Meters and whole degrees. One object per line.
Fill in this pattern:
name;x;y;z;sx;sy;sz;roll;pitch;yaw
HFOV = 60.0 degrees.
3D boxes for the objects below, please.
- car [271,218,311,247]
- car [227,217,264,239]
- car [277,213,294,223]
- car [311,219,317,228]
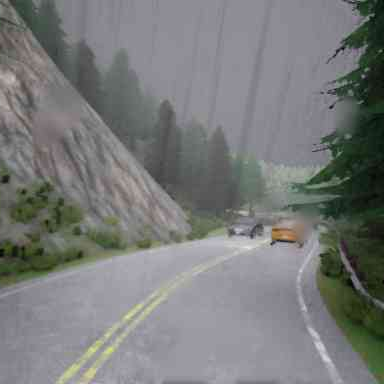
car;6.368;2.592;21.524;1.882;1.535;5.008;2;-3;23
car;4.107;2.636;24.936;2.128;1.511;4.902;2;-3;23
car;17.934;4.979;63.984;2.097;1.767;4.553;1;-3;3
car;15.487;4.121;43.993;1.994;1.385;4.181;2;-3;21
